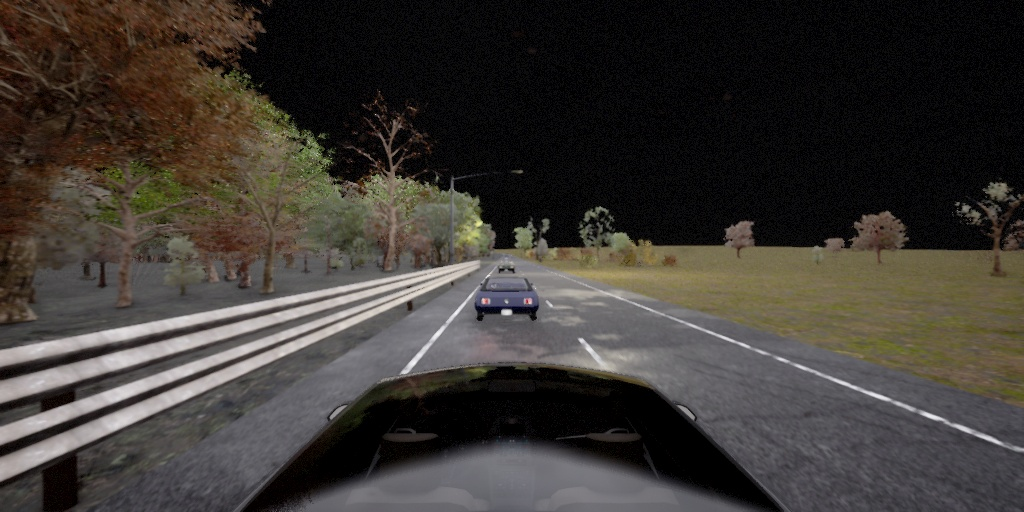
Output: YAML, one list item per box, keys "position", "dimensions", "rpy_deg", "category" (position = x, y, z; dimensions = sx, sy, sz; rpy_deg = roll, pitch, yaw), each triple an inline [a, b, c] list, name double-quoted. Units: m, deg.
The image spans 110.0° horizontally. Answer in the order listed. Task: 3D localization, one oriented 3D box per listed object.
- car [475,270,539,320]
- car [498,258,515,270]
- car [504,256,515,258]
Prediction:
- position: [-0.179, 1.323, 12.502]
  dimensions: [1.895, 1.301, 4.718]
  rpy_deg: [0, 0, -1]
  category: "car"
- position: [-0.623, 1.249, 41.762]
  dimensions: [1.895, 1.301, 4.718]
  rpy_deg: [0, 0, -1]
  category: "car"
- position: [-0.972, 1.177, 64.740]
  dimensions: [1.895, 1.301, 4.718]
  rpy_deg: [0, 0, -1]
  category: "car"
